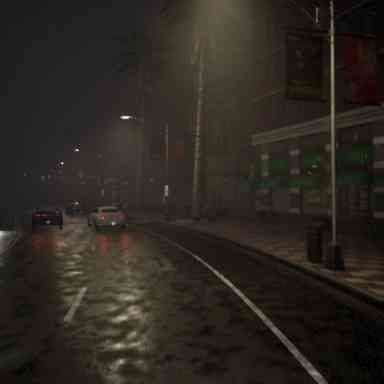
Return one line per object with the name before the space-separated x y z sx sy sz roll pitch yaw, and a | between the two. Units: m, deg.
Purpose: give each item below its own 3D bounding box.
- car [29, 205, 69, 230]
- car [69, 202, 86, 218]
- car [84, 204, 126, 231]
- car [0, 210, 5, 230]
car | -9.811 1.649 22.394 2.128 1.511 4.902 0 0 -26
car | -11.523 1.712 33.406 2.128 1.511 4.902 0 0 -28
car | -5.640 1.661 21.808 1.812 1.442 4.674 0 -1 -25
car | -13.781 1.681 22.327 1.837 1.490 4.892 0 0 -27
